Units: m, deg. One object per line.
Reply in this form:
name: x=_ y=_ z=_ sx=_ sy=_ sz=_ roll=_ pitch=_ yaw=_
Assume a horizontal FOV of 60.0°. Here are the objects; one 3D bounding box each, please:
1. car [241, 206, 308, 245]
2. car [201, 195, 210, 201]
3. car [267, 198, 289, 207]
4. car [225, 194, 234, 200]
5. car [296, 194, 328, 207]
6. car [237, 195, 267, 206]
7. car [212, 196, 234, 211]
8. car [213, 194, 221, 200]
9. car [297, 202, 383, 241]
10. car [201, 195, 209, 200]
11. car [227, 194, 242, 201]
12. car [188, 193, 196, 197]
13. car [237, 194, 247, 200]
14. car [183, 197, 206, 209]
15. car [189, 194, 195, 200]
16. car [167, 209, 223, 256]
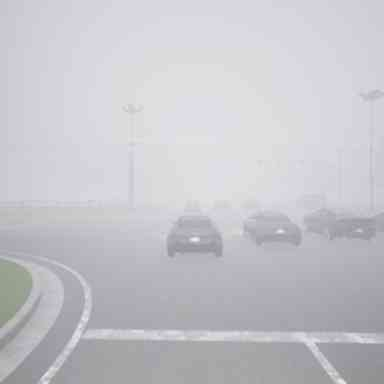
car: x=3.598 y=1.564 z=15.540 sx=1.994 sy=1.385 sz=4.181 roll=0 pitch=0 yaw=0
car: x=3.490 y=1.526 z=82.903 sx=2.128 sy=1.511 sz=4.902 roll=0 pitch=0 yaw=0
car: x=10.581 y=1.526 z=41.197 sx=1.812 sy=1.442 sz=4.674 roll=0 pitch=0 yaw=0
car: x=10.488 y=1.444 z=93.294 sx=1.837 sy=1.490 sz=4.892 roll=0 pitch=0 yaw=0
car: x=14.093 y=1.222 z=39.311 sx=2.150 sy=2.045 sz=5.566 roll=0 pitch=0 yaw=0
car: x=7.093 y=1.492 z=40.104 sx=2.128 sy=1.511 sz=4.902 roll=0 pitch=0 yaw=0
car: x=3.593 y=1.564 z=40.675 sx=1.994 sy=1.385 sz=4.181 roll=0 pitch=0 yaw=0
car: x=6.988 y=1.472 z=93.294 sx=2.128 sy=1.511 sz=4.902 roll=0 pitch=0 yaw=0
car: x=7.099 y=1.478 z=16.571 sx=1.882 sy=1.535 sz=5.008 roll=0 pitch=0 yaw=0
car: x=3.488 y=1.489 z=93.295 sx=2.033 sy=1.411 sz=5.357 roll=0 pitch=0 yaw=0
car: x=10.490 y=1.501 z=83.076 sx=1.837 sy=1.490 sz=4.892 roll=0 pitch=0 yaw=0
car: x=-0.010 y=1.225 z=82.556 sx=2.150 sy=2.045 sz=5.566 roll=0 pitch=0 yaw=0
car: x=13.988 y=1.422 z=93.295 sx=1.882 sy=1.535 sz=5.008 roll=0 pitch=0 yaw=0
car: x=0.094 y=1.548 z=34.790 sx=2.033 sy=1.411 sz=5.357 roll=0 pitch=0 yaw=0
car: x=-0.012 y=1.427 z=93.294 sx=1.882 sy=1.535 sz=5.008 roll=0 pitch=0 yaw=0
car: x=0.098 y=1.564 z=13.159 sx=1.994 sy=1.385 sz=4.181 roll=0 pitch=0 yaw=0
